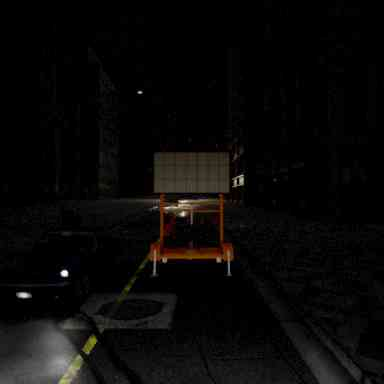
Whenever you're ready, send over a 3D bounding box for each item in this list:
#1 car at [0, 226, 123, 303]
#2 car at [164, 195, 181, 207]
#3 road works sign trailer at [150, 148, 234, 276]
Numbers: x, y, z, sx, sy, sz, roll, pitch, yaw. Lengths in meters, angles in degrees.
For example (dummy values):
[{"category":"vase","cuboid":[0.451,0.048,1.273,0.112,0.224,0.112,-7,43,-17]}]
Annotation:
[{"category":"car","cuboid":[-3.109,1.601,8.354,1.895,1.301,4.718,0,0,0]},{"category":"car","cuboid":[-3.146,1.557,50.925,1.994,1.385,4.181,0,0,0]},{"category":"road works sign trailer","cuboid":[-0.009,0.464,10.307,2.380,3.560,2.880,0,0,0]}]
